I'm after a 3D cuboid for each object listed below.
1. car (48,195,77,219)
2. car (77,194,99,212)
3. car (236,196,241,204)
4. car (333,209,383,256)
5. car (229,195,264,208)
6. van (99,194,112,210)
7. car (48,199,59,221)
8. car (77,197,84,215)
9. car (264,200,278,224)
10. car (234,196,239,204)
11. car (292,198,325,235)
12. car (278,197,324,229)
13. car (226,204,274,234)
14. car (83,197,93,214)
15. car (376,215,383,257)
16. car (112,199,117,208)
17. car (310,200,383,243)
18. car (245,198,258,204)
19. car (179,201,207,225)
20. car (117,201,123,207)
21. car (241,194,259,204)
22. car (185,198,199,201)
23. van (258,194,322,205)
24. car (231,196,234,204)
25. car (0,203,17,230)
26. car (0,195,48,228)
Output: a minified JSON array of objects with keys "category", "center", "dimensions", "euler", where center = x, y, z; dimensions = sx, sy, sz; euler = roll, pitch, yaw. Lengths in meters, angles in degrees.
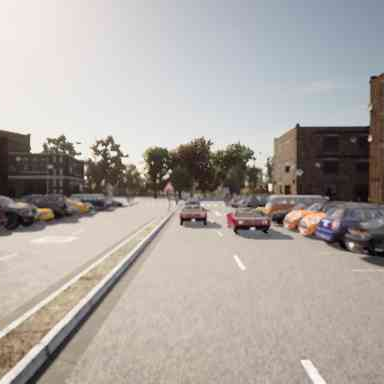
[{"category":"car","center":[-12.561,1.225,26.480],"dimensions":[5.566,2.045,2.435],"euler":[0,0,0]},{"category":"car","center":[-12.557,1.366,34.816],"dimensions":[4.553,1.767,2.185],"euler":[0,0,0]},{"category":"car","center":[7.643,1.486,35.718],"dimensions":[4.892,1.521,2.231],"euler":[0,0,0]},{"category":"car","center":[7.632,1.466,10.903],"dimensions":[4.892,1.521,2.231],"euler":[0,0,0]},{"category":"car","center":[7.604,1.345,46.756],"dimensions":[4.553,1.767,2.185],"euler":[0,0,0]},{"category":"van","center":[-12.406,1.271,40.252],"dimensions":[4.442,1.987,1.878],"euler":[0,0,0]},{"category":"car","center":[-12.719,1.468,23.699],"dimensions":[5.366,1.575,1.946],"euler":[0,0,0]},{"category":"car","center":[-12.537,1.482,29.257],"dimensions":[4.892,1.521,2.231],"euler":[0,0,0]},{"category":"car","center":[7.643,1.467,21.932],"dimensions":[5.008,1.535,2.097],"euler":[0,0,0]},{"category":"car","center":[7.605,1.358,38.480],"dimensions":[4.553,1.767,2.185],"euler":[0,0,0]},{"category":"car","center":[7.669,1.338,16.418],"dimensions":[4.553,1.767,2.185],"euler":[0,0,0]},{"category":"car","center":[7.669,1.339,19.175],"dimensions":[4.553,1.767,2.185],"euler":[0,0,0]},{"category":"car","center":[3.091,1.586,19.221],"dimensions":[1.895,1.301,4.718],"euler":[0,0,0]},{"category":"car","center":[-12.523,1.486,31.912],"dimensions":[5.008,1.535,2.097],"euler":[0,0,0]},{"category":"car","center":[7.633,1.467,8.146],"dimensions":[4.892,1.521,2.231],"euler":[0,0,0]},{"category":"car","center":[-12.552,1.366,43.160],"dimensions":[4.553,1.767,2.185],"euler":[0,0,0]},{"category":"car","center":[7.607,1.338,13.660],"dimensions":[4.553,1.767,2.185],"euler":[0,0,0]},{"category":"car","center":[7.452,1.471,27.447],"dimensions":[5.366,1.575,1.946],"euler":[0,0,0]},{"category":"car","center":[0.099,1.591,24.235],"dimensions":[1.895,1.301,4.718],"euler":[0,0,0]},{"category":"car","center":[-12.488,1.500,48.596],"dimensions":[4.792,1.488,2.163],"euler":[0,0,0]},{"category":"car","center":[7.665,1.226,30.204],"dimensions":[5.566,2.045,2.435],"euler":[0,0,0]},{"category":"car","center":[0.098,1.471,41.596],"dimensions":[1.837,1.490,4.892],"euler":[0,2,-1]},{"category":"van","center":[7.520,1.244,24.690],"dimensions":[4.442,1.987,1.878],"euler":[0,0,0]},{"category":"car","center":[7.633,1.521,41.238],"dimensions":[4.674,1.452,2.002],"euler":[0,0,0]},{"category":"car","center":[-12.535,1.503,18.076],"dimensions":[4.674,1.452,2.002],"euler":[0,0,0]},{"category":"car","center":[-12.508,1.215,20.795],"dimensions":[5.566,2.045,2.435],"euler":[0,0,0]}]
